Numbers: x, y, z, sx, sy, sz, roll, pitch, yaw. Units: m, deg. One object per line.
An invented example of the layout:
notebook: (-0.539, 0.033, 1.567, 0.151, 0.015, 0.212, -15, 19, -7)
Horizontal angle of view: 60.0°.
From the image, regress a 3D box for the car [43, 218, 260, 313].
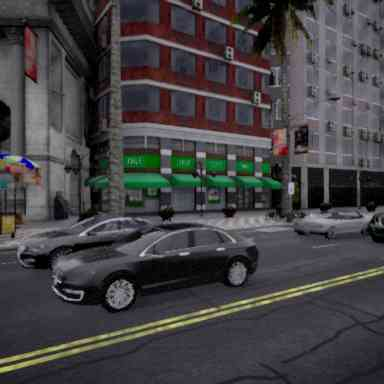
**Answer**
car: (-0.593, 1.506, 7.735, 4.892, 1.490, 1.837, 1, 0, -33)

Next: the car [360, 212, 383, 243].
car: (10.243, 1.216, 14.812, 5.566, 2.045, 2.150, 0, 0, -32)

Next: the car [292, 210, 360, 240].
car: (7.345, 1.595, 17.094, 4.718, 1.301, 1.895, 0, 0, -32)

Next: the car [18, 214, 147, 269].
car: (-2.721, 1.492, 10.521, 4.902, 1.511, 2.128, 0, 0, -33)
